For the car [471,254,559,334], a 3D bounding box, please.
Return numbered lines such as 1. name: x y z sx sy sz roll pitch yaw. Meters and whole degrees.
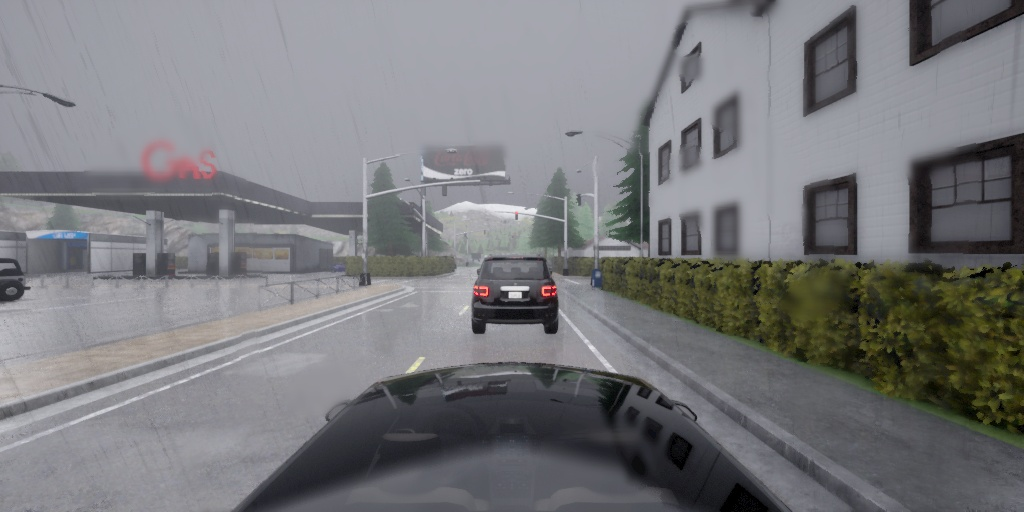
1. car: 0.081 0.971 10.746 2.150 2.045 5.566 0 0 0
